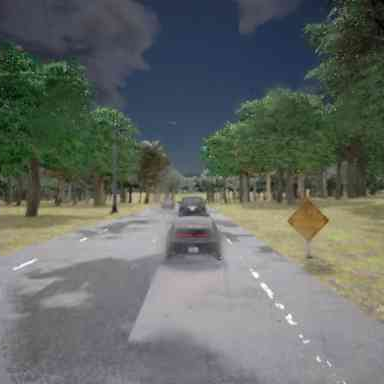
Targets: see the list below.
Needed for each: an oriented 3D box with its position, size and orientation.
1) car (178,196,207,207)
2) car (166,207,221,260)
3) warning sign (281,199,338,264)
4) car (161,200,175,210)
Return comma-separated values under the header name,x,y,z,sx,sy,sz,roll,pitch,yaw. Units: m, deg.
name,x,y,z,sx,sy,sz,roll,pitch,yaw
car,0.053,1.348,26.863,2.150,2.045,5.566,0,0,0
car,0.064,1.544,12.644,1.837,1.490,4.892,0,0,0
warning sign,3.532,1.145,10.125,1.300,1.860,1.060,-1,-1,0
car,-3.598,1.958,50.321,2.033,1.411,5.357,0,-1,0
